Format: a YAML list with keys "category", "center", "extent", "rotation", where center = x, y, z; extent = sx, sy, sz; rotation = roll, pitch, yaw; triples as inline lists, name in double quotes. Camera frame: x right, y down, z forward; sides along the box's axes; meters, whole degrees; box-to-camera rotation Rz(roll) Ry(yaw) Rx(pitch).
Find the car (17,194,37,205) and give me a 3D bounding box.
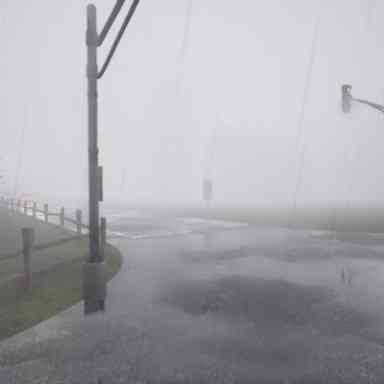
- category: "car"
  center: [-24.684, 1.022, 49.674]
  extent: [2.097, 1.767, 4.553]
  rotation: [-1, 1, -35]
